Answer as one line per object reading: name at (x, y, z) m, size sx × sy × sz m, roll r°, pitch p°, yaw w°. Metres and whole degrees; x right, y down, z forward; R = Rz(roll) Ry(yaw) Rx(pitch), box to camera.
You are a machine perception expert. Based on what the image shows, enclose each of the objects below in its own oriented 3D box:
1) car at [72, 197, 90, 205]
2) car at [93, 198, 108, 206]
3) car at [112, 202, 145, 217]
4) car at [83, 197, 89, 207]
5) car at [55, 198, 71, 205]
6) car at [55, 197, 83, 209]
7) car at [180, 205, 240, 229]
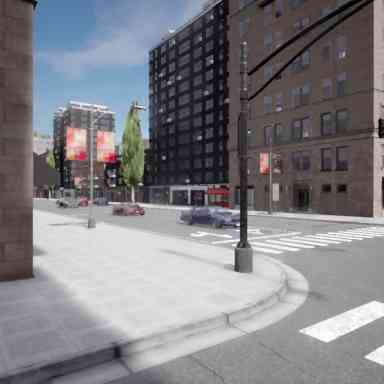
car at (-22.135, 1.749, 66.259) m, size 2.128 × 1.511 × 4.902 m, roll 0°, pitch 0°, yaw -36°
car at (-16.229, 1.714, 58.073) m, size 2.128 × 1.511 × 4.902 m, roll 0°, pitch 0°, yaw -36°
car at (-6.284, 1.674, 32.848) m, size 1.994 × 1.385 × 4.181 m, roll 0°, pitch 0°, yaw -36°
car at (-18.945, 1.743, 56.290) m, size 1.812 × 1.442 × 4.674 m, roll 0°, pitch 0°, yaw -36°
car at (-25.310, 1.857, 65.105) m, size 1.895 × 1.301 × 4.718 m, roll 0°, pitch 0°, yaw -36°
car at (-18.449, 1.540, 49.863) m, size 2.097 × 1.767 × 4.553 m, roll 0°, pitch 0°, yaw -36°
car at (1.255, 1.609, 22.400) m, size 2.033 × 1.411 × 5.357 m, roll 0°, pitch 0°, yaw -36°
